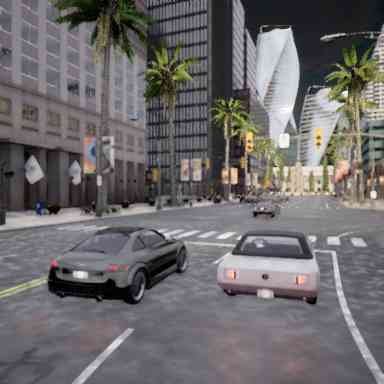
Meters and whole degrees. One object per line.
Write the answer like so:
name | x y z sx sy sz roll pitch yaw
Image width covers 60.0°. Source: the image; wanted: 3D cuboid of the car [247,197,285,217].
car | 6.790 1.474 30.100 2.033 1.411 5.357 0 0 22

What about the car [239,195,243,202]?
car | 11.159 1.348 68.845 2.161 1.482 4.786 0 0 21

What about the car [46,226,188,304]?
car | -1.542 1.545 8.274 1.994 1.385 4.181 0 0 17

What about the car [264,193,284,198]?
car | 14.760 1.419 59.952 1.994 1.385 4.181 0 0 22

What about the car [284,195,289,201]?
car | 20.524 1.359 74.260 2.033 1.411 5.357 0 0 22

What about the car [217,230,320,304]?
car | 2.067 1.581 8.214 1.895 1.301 4.718 0 0 19

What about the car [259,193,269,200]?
car | 19.347 1.139 89.191 2.185 1.767 4.553 0 0 21

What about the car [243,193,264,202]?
car | 11.412 1.400 60.989 2.033 1.411 5.357 0 0 22
